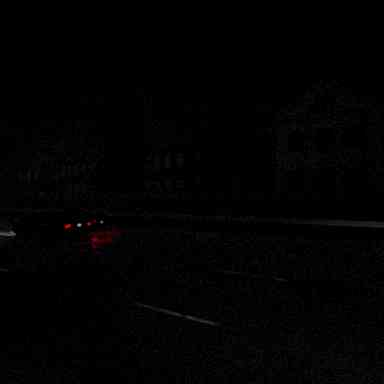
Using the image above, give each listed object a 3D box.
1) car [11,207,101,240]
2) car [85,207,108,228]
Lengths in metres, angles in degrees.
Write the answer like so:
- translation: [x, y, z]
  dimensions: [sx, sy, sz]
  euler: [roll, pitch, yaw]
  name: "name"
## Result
- translation: [-7.660, 1.724, 18.061]
  dimensions: [5.357, 1.411, 2.033]
  euler: [-1, 0, 36]
  name: "car"
- translation: [-7.571, 1.728, 22.297]
  dimensions: [4.674, 1.442, 1.812]
  euler: [-1, 0, 36]
  name: "car"
